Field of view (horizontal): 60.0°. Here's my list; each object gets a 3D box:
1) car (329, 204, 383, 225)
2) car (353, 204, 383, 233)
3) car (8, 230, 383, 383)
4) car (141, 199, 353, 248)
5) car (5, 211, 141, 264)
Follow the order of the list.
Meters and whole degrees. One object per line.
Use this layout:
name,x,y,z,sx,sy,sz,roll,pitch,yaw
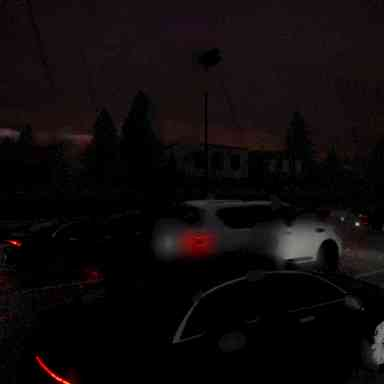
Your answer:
car,12.440,1.599,24.686,4.718,1.301,1.895,0,0,-34
car,11.035,1.503,19.516,4.892,1.490,1.837,0,0,-34
car,0.641,1.506,4.065,4.892,1.490,1.837,0,0,-34
car,1.697,1.221,8.997,5.566,2.045,2.150,0,0,-34
car,-2.879,1.503,10.135,4.892,1.490,1.837,1,0,-34
